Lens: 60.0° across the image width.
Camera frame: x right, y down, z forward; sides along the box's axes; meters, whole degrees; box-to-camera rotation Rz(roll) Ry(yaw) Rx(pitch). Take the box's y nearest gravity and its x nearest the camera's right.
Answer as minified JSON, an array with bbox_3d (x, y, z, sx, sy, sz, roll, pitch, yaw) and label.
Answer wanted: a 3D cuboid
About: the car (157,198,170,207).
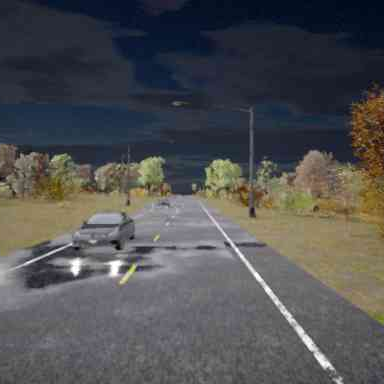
[{"bbox_3d":[-4.753,1.686,55.127,1.994,1.385,4.181,0,0,-6],"label":"car"}]

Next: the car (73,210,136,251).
[{"bbox_3d":[-3.596,1.551,14.425,1.812,1.442,4.674,0,0,0],"label":"car"}]
